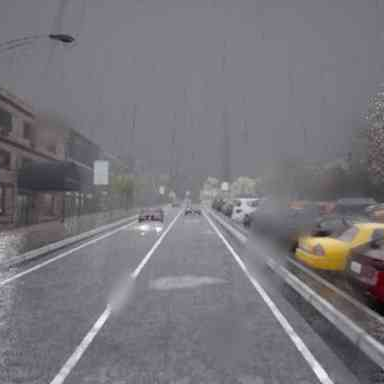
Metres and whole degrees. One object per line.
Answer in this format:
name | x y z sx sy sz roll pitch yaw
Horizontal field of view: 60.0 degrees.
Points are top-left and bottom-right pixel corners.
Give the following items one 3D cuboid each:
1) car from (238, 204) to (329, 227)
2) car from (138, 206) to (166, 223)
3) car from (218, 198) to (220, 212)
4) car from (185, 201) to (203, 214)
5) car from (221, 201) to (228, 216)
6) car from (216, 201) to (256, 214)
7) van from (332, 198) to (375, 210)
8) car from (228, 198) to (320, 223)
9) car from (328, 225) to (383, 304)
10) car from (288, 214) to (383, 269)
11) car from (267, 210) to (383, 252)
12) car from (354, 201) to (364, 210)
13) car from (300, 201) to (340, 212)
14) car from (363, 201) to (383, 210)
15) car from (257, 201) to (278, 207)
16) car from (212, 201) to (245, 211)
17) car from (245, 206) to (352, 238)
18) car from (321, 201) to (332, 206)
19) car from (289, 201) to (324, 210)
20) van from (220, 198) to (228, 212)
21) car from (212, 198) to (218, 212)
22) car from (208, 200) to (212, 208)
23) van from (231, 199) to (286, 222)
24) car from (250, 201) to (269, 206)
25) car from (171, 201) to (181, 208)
car | 5.613 1.698 20.765 4.892 1.521 2.231 0 -1 0
car | -3.341 1.895 28.354 1.994 1.385 4.181 0 -1 0
car | 5.571 1.793 37.591 4.553 1.767 2.185 0 -1 0
car | 0.109 2.109 41.681 1.895 1.301 4.718 0 -1 0
car | 5.600 1.846 31.981 4.892 1.521 2.231 0 -1 0
car | 5.609 2.000 43.194 4.892 1.521 2.231 0 -1 0
van | 18.799 1.693 37.652 4.442 1.987 1.878 0 -1 0
car | 5.643 1.483 23.575 5.566 2.045 2.435 0 -1 0
car | 5.663 1.571 6.757 4.792 1.488 2.163 0 -1 0
car | 5.816 1.566 9.561 5.366 1.575 1.946 0 -1 0
car | 5.622 1.598 12.360 5.008 1.535 2.097 0 -1 0
car | 18.683 1.886 32.077 4.674 1.452 2.002 0 -1 0
car | 18.691 2.092 48.783 5.008 1.535 2.097 0 -1 0
car | 18.502 1.806 29.292 5.366 1.575 1.946 0 -1 0
car | 18.715 2.881 82.828 4.674 1.452 2.002 0 -1 0
car | 5.602 2.147 51.598 4.892 1.521 2.231 0 -1 0
car | 5.592 1.692 17.967 4.792 1.488 2.163 0 -1 0
car | 18.651 1.833 40.431 4.553 1.767 2.185 0 -1 0
car | 18.685 2.199 54.351 5.008 1.535 2.097 0 -1 0
van | 5.488 1.656 34.788 4.442 1.987 1.878 0 -1 0
car | 5.631 1.707 40.393 5.566 2.045 2.435 0 -1 0
car | 5.634 1.842 48.802 5.566 2.045 2.435 0 -1 0
van | 5.724 1.582 29.182 4.442 1.987 1.878 0 -1 0
car | 18.723 3.102 92.523 4.674 1.452 2.002 0 -1 0
car | -3.236 2.614 69.438 2.033 1.411 5.357 0 -1 0
